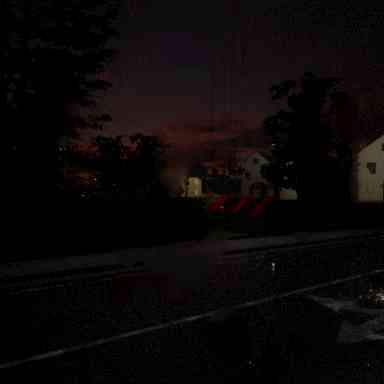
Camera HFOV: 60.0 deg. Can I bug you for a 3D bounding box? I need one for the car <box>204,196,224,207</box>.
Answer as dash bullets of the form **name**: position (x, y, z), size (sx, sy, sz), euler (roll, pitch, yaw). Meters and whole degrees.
- **car**: position (4.323, 1.771, 62.392), size (2.150, 2.045, 5.566), euler (1, -1, -35)
